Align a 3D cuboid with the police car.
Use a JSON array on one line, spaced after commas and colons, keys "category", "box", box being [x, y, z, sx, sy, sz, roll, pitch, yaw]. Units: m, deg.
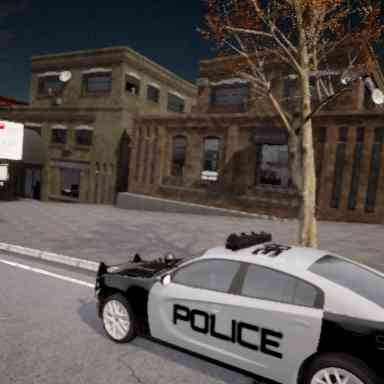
[{"category": "police car", "box": [0.653, 1.400, 4.695, 5.238, 1.638, 1.930, 1, 1, 36]}]
